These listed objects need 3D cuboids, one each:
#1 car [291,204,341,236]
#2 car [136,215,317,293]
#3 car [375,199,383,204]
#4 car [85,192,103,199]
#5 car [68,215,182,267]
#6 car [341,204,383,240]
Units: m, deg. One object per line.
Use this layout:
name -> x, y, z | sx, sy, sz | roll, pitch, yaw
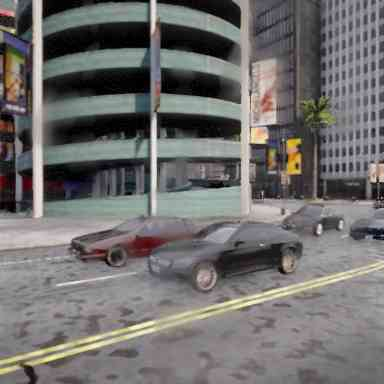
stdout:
car -> 6.785, 1.469, 18.318 | 1.837, 1.490, 4.892 | 0, 0, 44
car -> 1.090, 1.514, 8.990 | 4.674, 1.442, 1.812 | 0, 0, -35
car -> 22.064, 1.471, 37.270 | 1.994, 1.385, 4.181 | 0, 0, 6
car -> -18.419, 1.004, 62.718 | 2.435, 2.045, 5.566 | 0, 0, -35
car -> -1.361, 1.539, 11.534 | 5.357, 1.411, 2.033 | 0, 0, -35
car -> 9.309, 1.508, 15.881 | 2.033, 1.411, 5.357 | 0, 0, 44
